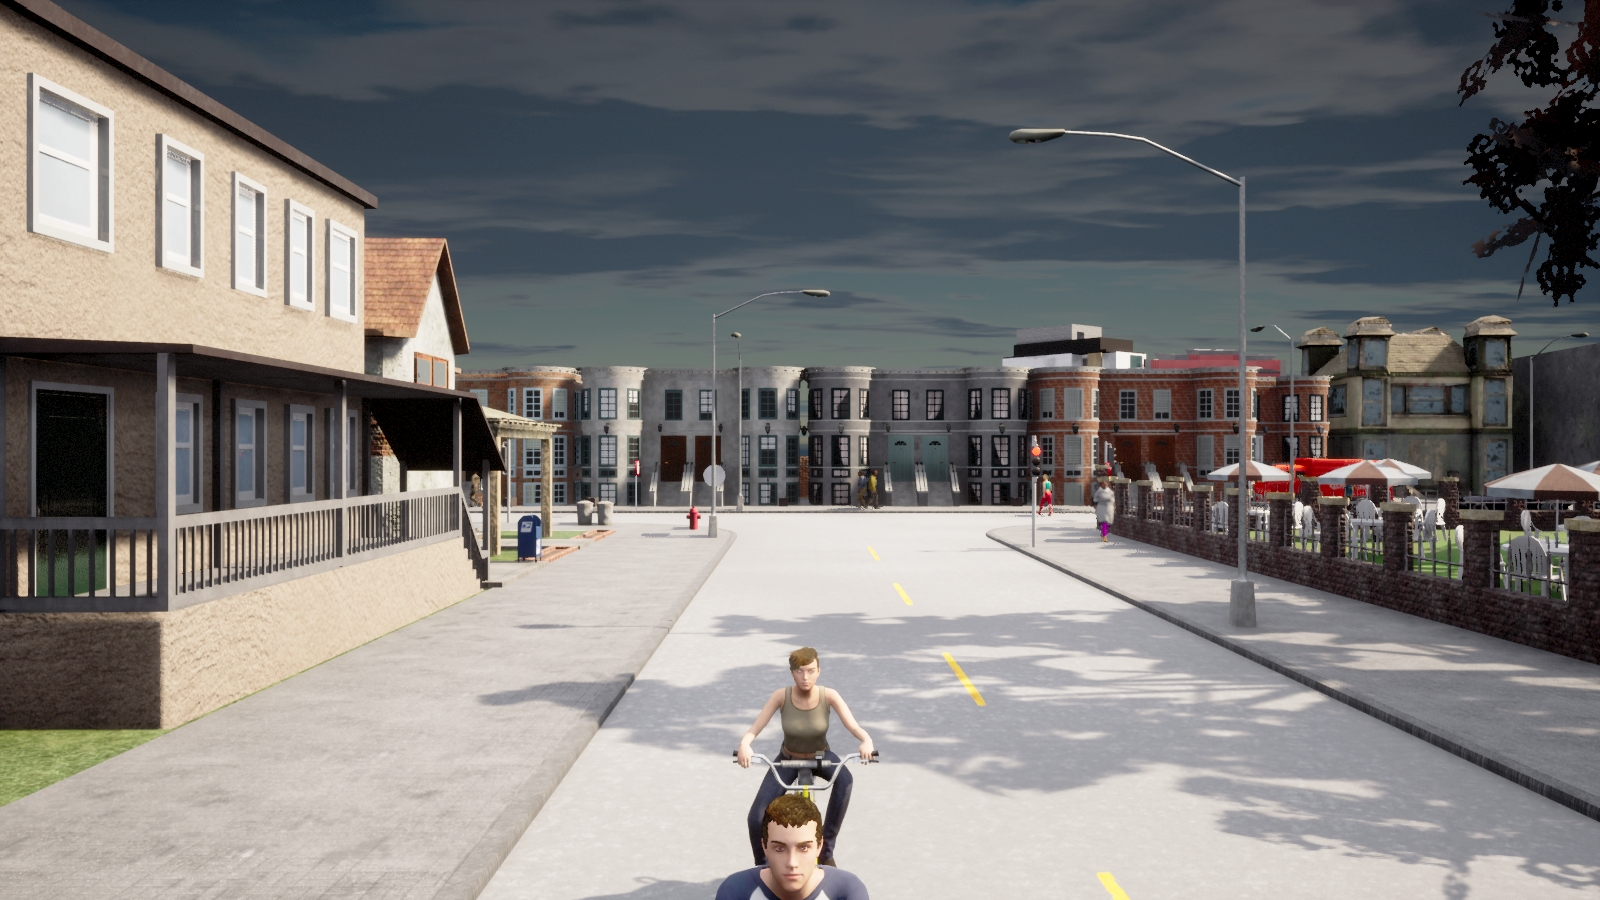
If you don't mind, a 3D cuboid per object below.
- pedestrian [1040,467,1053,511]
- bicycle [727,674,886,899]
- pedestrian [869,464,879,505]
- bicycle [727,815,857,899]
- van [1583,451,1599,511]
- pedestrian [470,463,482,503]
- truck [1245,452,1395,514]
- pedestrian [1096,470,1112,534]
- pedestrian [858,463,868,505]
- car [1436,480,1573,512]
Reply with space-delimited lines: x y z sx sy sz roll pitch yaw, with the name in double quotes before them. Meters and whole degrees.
"pedestrian" 10.438 1.648 48.439 0.375 1.860 0.375 0 0 -24
"bicycle" 0.033 2.040 6.906 0.859 1.080 1.487 0 0 0
"pedestrian" 3.311 1.545 51.316 0.375 1.860 0.375 0 0 16
"bicycle" -0.022 1.938 3.212 0.373 1.296 1.643 0 0 0
"van" 37.194 1.334 48.909 5.915 2.561 1.988 0 0 1
"pedestrian" -15.082 1.546 53.189 0.375 1.860 0.375 0 0 13
"truck" 22.156 1.385 48.877 5.204 2.467 2.627 1 0 0
"pedestrian" 8.927 1.529 33.592 0.375 1.860 0.375 0 0 2
"pedestrian" 2.862 1.547 52.124 0.375 1.860 0.375 0 0 16
"car" 30.081 1.955 48.889 4.718 1.301 1.895 0 0 0
